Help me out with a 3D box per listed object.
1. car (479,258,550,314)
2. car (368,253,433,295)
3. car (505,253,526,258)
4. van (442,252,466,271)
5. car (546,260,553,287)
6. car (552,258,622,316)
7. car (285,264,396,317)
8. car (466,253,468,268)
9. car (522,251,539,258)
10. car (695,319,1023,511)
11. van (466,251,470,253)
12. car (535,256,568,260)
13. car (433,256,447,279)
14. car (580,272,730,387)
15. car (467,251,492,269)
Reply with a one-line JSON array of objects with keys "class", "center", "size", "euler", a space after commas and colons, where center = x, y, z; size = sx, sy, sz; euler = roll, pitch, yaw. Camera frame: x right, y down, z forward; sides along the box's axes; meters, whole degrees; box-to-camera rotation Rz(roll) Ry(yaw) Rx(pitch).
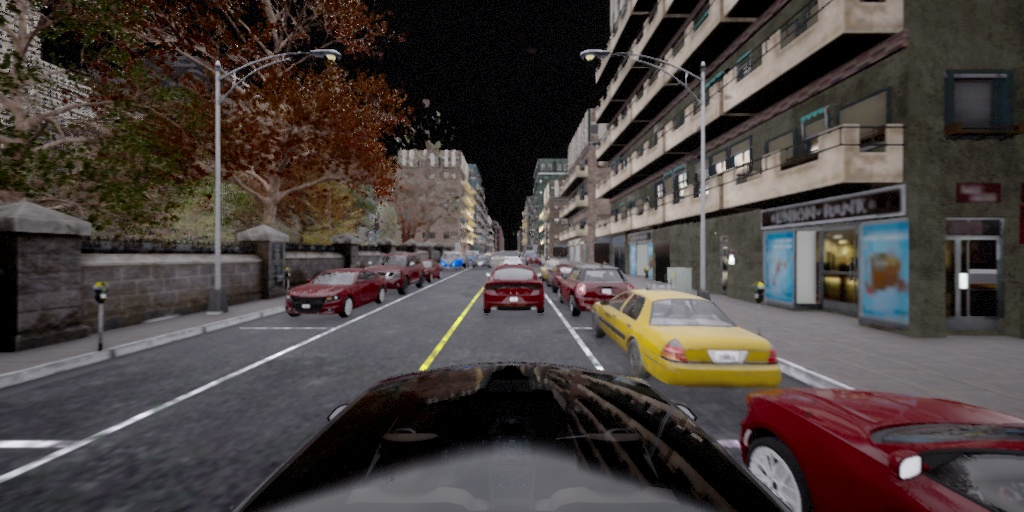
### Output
[{"class": "car", "center": [0.063, 1.021, 12.677], "size": [1.882, 1.535, 5.008], "euler": [0, 1, 0]}, {"class": "car", "center": [-5.710, 0.763, 17.679], "size": [2.192, 1.841, 5.009], "euler": [0, 0, 0]}, {"class": "car", "center": [0.050, 0.726, 30.859], "size": [1.812, 1.442, 4.674], "euler": [0, 1, 0]}, {"class": "van", "center": [-5.740, 0.478, 34.247], "size": [1.690, 1.789, 3.998], "euler": [0, 0, 0]}, {"class": "car", "center": [2.671, 1.031, 17.690], "size": [1.802, 1.307, 4.207], "euler": [0, 0, 0]}, {"class": "car", "center": [2.678, 0.992, 12.168], "size": [1.967, 1.591, 4.097], "euler": [0, 0, 0]}, {"class": "car", "center": [-5.703, 1.098, 12.157], "size": [1.888, 1.381, 4.507], "euler": [0, 0, 0]}, {"class": "car", "center": [-5.722, 0.599, 39.769], "size": [1.948, 1.339, 4.313], "euler": [0, 0, 0]}, {"class": "car", "center": [2.604, 0.370, 45.302], "size": [1.967, 1.591, 4.097], "euler": [0, 0, 0]}, {"class": "car", "center": [2.693, 1.306, 1.122], "size": [1.888, 1.381, 4.507], "euler": [0, 0, 0]}, {"class": "van", "center": [-5.720, 0.167, 50.815], "size": [1.690, 1.789, 3.998], "euler": [0, 0, 0]}, {"class": "car", "center": [2.663, 0.870, 23.382], "size": [1.751, 1.417, 4.829], "euler": [0, 0, 0]}, {"class": "car", "center": [-5.718, 0.890, 23.202], "size": [1.888, 1.381, 4.507], "euler": [0, 0, 0]}, {"class": "car", "center": [2.685, 1.182, 6.815], "size": [1.751, 1.417, 4.829], "euler": [0, 0, 0]}, {"class": "car", "center": [-3.144, 0.557, 38.043], "size": [2.128, 1.511, 4.902], "euler": [0, 1, 0]}]
